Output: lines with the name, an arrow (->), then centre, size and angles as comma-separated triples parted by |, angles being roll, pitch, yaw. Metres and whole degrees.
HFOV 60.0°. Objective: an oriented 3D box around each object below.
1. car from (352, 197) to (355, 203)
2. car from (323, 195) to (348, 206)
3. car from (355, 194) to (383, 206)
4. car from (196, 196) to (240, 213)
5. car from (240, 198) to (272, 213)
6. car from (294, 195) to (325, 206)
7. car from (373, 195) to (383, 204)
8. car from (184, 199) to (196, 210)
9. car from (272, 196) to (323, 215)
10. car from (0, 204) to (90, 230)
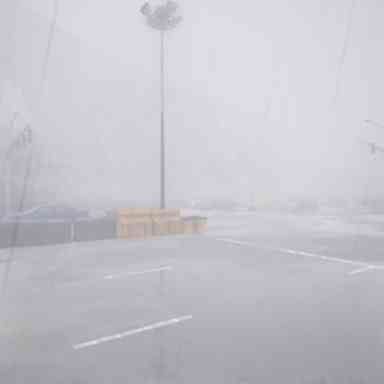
car -> 31.271, 1.093, 60.681 | 4.553, 1.767, 2.097 | 0, 0, -35
car -> 20.887, 1.165, 49.050 | 4.553, 1.767, 2.097 | 0, 0, -36
car -> 26.718, 1.338, 48.914 | 5.357, 1.411, 2.033 | 0, 0, -35
car -> 3.186, 1.419, 36.395 | 4.892, 1.490, 1.837 | 0, 0, -36
car -> 7.902, 1.377, 35.465 | 5.008, 1.535, 1.882 | 0, 0, -36
car -> 18.134, 1.304, 51.383 | 4.902, 1.511, 2.128 | -1, 1, -35
car -> 33.844, 1.301, 58.229 | 4.181, 1.385, 1.994 | 0, 0, -35
car -> 1.248, 1.266, 39.312 | 4.553, 1.767, 2.097 | 0, 0, -36
car -> 10.538, 1.249, 33.048 | 4.553, 1.767, 2.097 | 0, 0, -36
car -> -8.547, 1.476, 19.396 | 5.008, 1.535, 1.882 | 0, 0, -36
